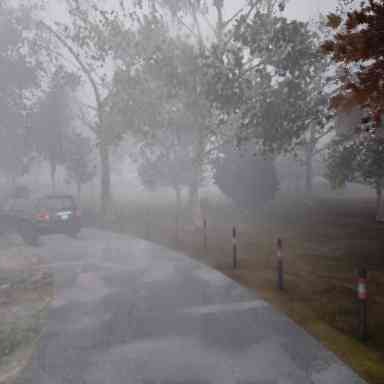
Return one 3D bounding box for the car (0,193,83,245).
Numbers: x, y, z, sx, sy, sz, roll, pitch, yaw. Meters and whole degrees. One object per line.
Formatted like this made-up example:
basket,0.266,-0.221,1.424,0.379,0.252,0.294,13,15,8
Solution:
car,-7.383,1.101,15.418,5.566,2.045,2.150,1,4,38
